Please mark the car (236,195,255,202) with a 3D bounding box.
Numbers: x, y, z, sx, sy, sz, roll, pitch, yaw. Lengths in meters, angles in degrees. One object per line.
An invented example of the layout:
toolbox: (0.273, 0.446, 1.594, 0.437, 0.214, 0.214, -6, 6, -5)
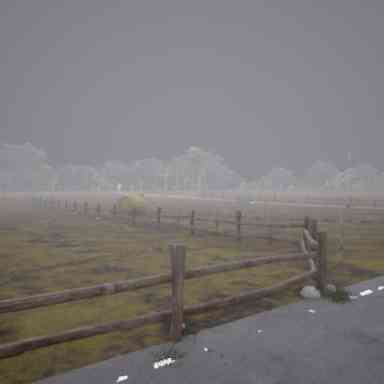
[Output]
car: (10.079, 1.210, 63.182, 1.994, 1.385, 4.181, 1, 0, -35)
